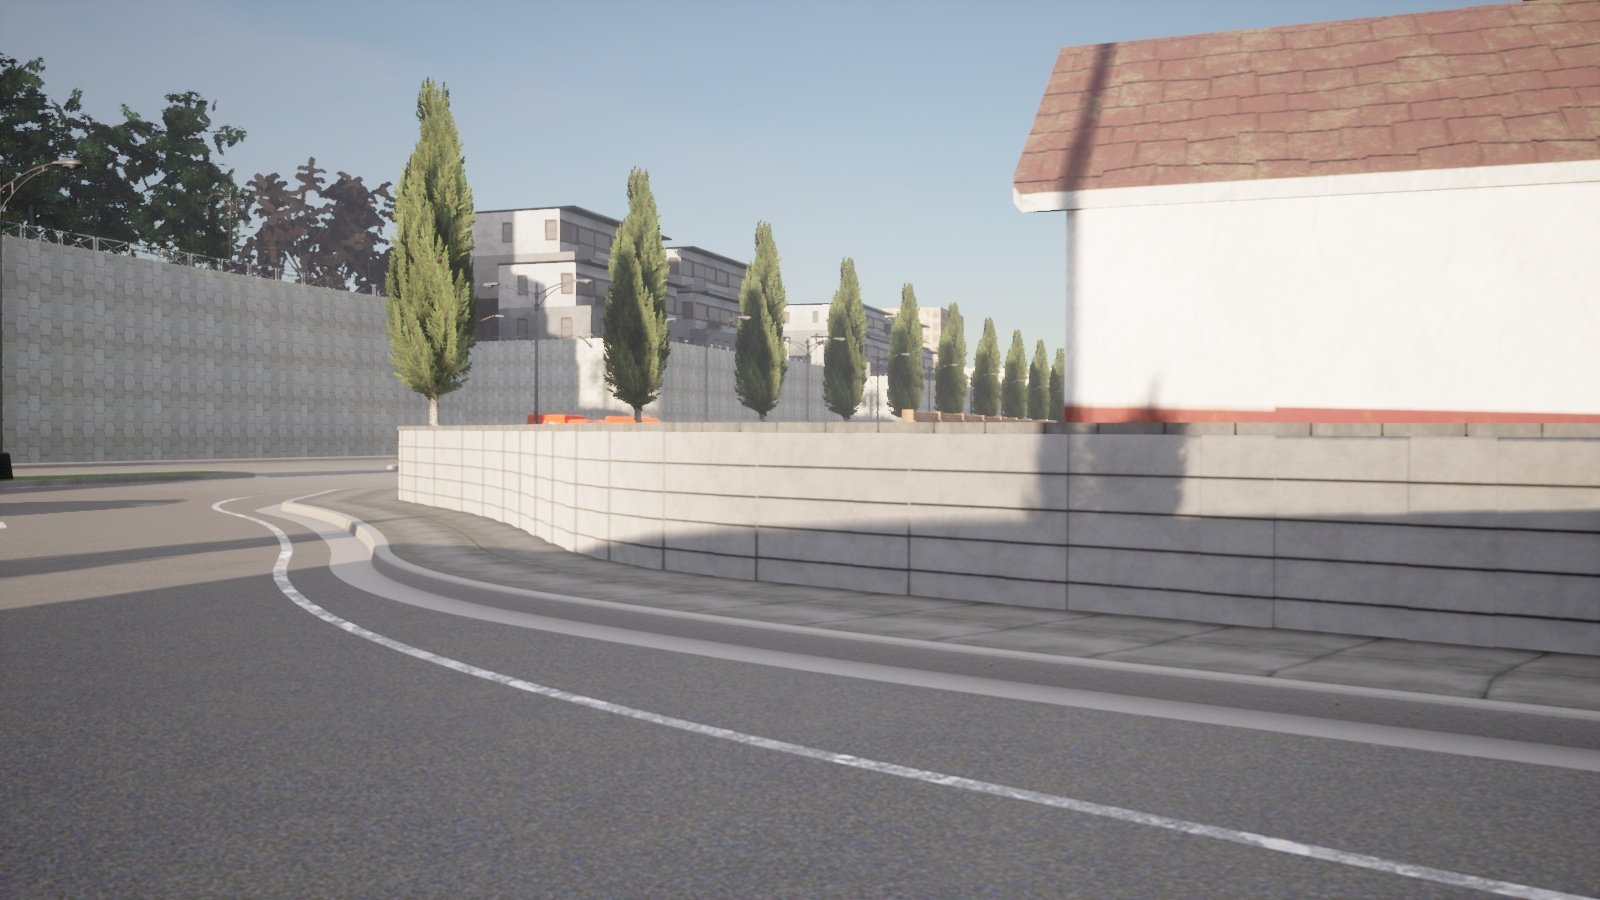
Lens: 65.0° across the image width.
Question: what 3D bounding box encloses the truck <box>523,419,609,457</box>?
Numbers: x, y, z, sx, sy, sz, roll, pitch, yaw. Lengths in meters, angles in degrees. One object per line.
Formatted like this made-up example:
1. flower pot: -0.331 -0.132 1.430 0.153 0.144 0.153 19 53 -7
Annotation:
1. truck: -15.670 -0.813 83.911 5.204 2.467 2.627 2 1 32

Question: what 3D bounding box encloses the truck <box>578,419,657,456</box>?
1. truck: -12.812 -0.875 88.084 5.204 2.467 2.627 0 2 -16
